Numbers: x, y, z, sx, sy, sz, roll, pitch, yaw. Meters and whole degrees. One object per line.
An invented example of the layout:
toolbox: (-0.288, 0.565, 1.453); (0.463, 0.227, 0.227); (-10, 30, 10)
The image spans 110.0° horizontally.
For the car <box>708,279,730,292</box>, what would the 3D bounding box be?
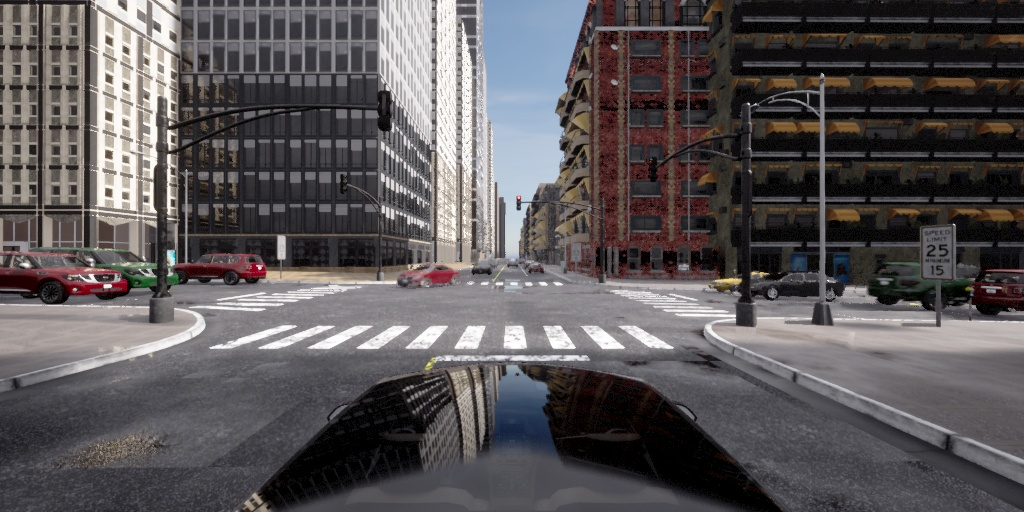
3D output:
car: (14.645, 1.587, 21.946); (4.829, 1.417, 1.751); (0, 0, 0)

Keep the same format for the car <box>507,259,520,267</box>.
car: (0.139, 1.338, 65.052); (1.994, 1.385, 4.181); (0, 0, 1)

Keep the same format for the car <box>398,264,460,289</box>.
car: (-5.134, 1.231, 22.894); (1.812, 1.442, 4.674); (1, 0, 28)

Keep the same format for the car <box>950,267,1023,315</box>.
car: (20.607, 1.461, 13.646); (5.009, 1.841, 2.192); (0, 0, 0)

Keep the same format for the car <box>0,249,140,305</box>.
car: (-17.567, 0.757, 13.307); (5.009, 1.841, 2.192); (0, 0, 0)

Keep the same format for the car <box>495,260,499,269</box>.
car: (-3.049, 1.272, 55.375); (1.837, 1.490, 4.892); (0, 0, 0)

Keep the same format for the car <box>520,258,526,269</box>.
car: (2.728, 1.317, 54.569); (2.007, 1.370, 4.403); (0, 0, 0)

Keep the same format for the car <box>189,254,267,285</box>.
car: (-17.696, 0.776, 21.686); (5.009, 1.841, 2.192); (0, 0, 0)

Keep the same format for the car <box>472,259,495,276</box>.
car: (-3.074, 1.235, 37.477); (1.882, 1.535, 5.008); (0, 0, 0)

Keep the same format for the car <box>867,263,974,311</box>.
car: (19.427, 1.352, 16.167); (5.566, 2.045, 2.150); (1, 0, -1)

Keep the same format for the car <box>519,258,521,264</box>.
car: (2.732, 1.321, 60.217); (2.007, 1.370, 4.403); (0, 0, 0)

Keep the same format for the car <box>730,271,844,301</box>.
car: (14.926, 1.562, 19.328); (4.892, 1.490, 1.837); (1, 0, 2)

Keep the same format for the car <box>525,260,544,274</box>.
car: (2.769, 1.341, 41.651); (1.802, 1.307, 4.207); (0, 0, 0)

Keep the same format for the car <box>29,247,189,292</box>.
car: (-18.240, 0.658, 15.895); (5.566, 2.045, 2.150); (1, 0, 0)
